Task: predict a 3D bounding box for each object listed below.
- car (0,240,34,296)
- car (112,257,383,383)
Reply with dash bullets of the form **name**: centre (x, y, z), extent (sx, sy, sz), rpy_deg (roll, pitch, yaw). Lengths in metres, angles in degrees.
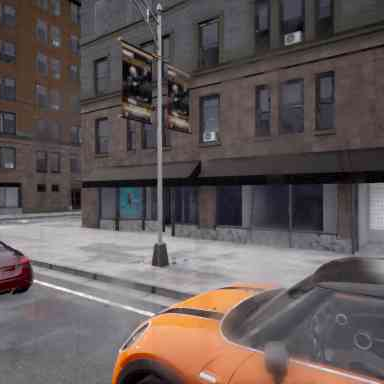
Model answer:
- **car**: centre (-5.482, 1.564, 7.582), extent (4.181, 1.385, 1.994), rpy_deg (0, 0, 36)
- **car**: centre (1.457, 1.352, 2.647), extent (4.553, 1.767, 2.097), rpy_deg (0, 0, 36)
